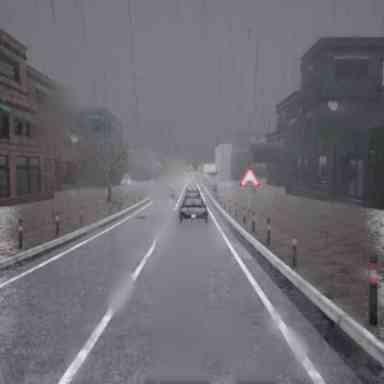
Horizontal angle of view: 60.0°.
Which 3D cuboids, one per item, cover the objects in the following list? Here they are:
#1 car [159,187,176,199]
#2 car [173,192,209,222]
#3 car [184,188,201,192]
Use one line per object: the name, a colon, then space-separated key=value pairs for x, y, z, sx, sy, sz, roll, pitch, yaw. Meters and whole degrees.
car: x=-3.109 y=0.086 z=42.504 sx=2.128 sy=1.511 sz=4.902 roll=0 pitch=4 yaw=0
car: x=0.089 y=1.080 z=22.453 sx=2.128 sy=1.511 sz=4.902 roll=0 pitch=4 yaw=0
car: x=0.079 y=0.201 z=40.752 sx=2.128 sy=1.511 sz=4.902 roll=0 pitch=4 yaw=0
